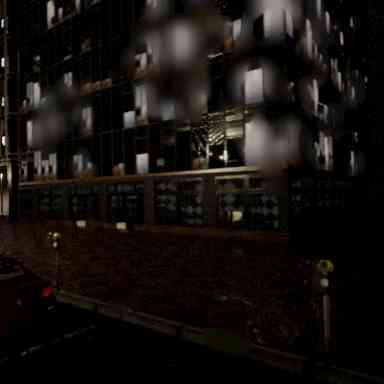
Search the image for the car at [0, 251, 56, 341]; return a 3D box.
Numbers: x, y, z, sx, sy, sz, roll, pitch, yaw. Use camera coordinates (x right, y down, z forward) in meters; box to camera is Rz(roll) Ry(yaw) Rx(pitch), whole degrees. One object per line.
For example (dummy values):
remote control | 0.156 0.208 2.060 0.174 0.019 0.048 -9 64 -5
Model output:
car | -4.037 1.653 5.768 4.206 1.307 1.802 -1 -1 36
